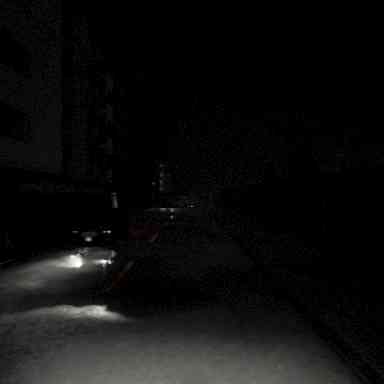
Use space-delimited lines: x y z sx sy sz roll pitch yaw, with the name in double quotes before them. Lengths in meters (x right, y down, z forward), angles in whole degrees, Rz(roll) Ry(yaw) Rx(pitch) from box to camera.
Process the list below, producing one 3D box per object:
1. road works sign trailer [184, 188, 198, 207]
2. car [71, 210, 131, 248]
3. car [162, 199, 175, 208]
"road works sign trailer" 0.005 1.002 63.177 2.380 3.560 2.880 0 0 0
"car" -4.095 1.625 15.633 2.128 1.511 4.902 0 0 0
"car" -4.031 2.003 56.347 1.812 1.442 4.674 0 0 1
